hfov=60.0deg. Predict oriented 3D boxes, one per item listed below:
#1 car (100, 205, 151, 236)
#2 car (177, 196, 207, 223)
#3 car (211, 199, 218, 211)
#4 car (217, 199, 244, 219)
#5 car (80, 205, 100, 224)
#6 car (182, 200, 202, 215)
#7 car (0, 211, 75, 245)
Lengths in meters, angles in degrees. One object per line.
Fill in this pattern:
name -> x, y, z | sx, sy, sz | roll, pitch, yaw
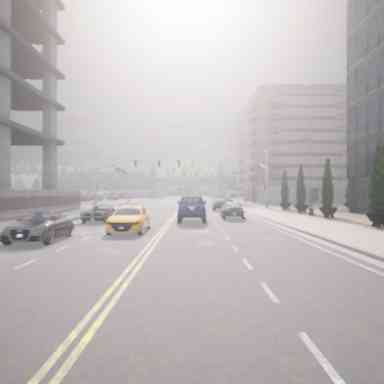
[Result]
car -> -3.505, 1.531, 19.039 | 1.882, 1.535, 5.008 | 0, 0, 0
car -> 0.000, 1.292, 26.104 | 2.150, 2.045, 5.566 | 0, 0, 0
car -> 3.555, 1.616, 42.818 | 1.837, 1.490, 4.892 | 0, 0, 0
car -> 3.526, 1.604, 29.575 | 1.812, 1.442, 4.674 | 0, 0, 1
car -> -7.033, 1.671, 25.762 | 1.895, 1.301, 4.718 | 0, 0, 1
car -> 0.000, 1.646, 36.726 | 2.033, 1.411, 5.357 | 0, 0, 0
car -> -7.083, 1.607, 15.644 | 1.994, 1.385, 4.181 | 0, 0, 0
